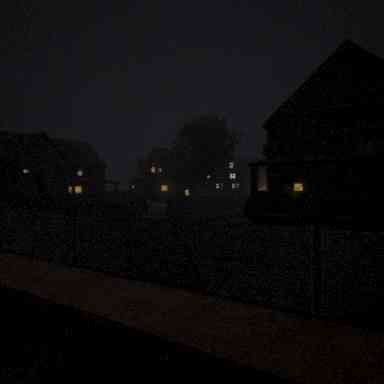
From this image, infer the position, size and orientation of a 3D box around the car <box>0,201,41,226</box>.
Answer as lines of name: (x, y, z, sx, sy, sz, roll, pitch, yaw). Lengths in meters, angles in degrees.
car: (-11.521, 1.304, 21.362, 1.994, 1.385, 4.181, 1, 2, 35)

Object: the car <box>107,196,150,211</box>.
car: (-5.671, 1.066, 29.534, 1.994, 1.385, 4.181, 1, 2, 36)

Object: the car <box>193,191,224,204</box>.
car: (1.982, 0.674, 40.193, 1.882, 1.535, 5.008, 1, 2, 36)
